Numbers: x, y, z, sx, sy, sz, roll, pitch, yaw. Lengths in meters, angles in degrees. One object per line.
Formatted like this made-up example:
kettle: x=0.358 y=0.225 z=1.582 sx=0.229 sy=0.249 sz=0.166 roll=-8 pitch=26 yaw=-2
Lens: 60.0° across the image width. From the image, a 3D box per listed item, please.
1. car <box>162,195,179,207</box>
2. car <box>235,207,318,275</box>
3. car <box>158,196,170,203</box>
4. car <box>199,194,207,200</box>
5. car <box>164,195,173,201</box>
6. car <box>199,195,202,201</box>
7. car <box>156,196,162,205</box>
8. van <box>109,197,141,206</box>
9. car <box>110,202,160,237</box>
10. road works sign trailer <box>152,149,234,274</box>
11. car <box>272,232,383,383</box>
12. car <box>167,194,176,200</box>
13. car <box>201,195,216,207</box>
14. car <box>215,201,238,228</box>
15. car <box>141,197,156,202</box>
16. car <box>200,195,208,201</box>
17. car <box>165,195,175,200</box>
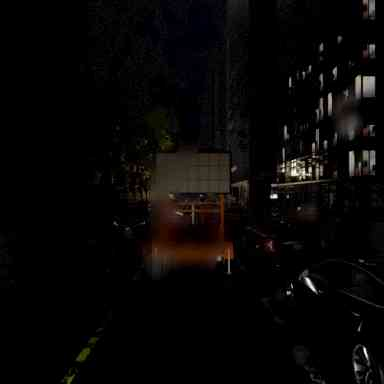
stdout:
car: x=-2.930 y=1.548 z=48.602 sx=1.895 sy=1.301 sz=4.718 roll=0 pitch=0 yaw=0
car: x=2.709 y=1.438 z=10.464 sx=1.967 sy=1.590 sz=4.097 roll=0 pitch=0 yaw=0
car: x=-5.586 y=1.452 z=67.315 sx=2.008 sy=1.369 sz=4.403 roll=0 pitch=0 yaw=0
car: x=2.828 y=1.379 z=90.007 sx=2.008 sy=1.369 sz=4.403 roll=0 pitch=0 yaw=0
car: x=-5.569 y=1.392 z=78.509 sx=1.752 sy=1.417 sz=4.829 roll=0 pitch=0 yaw=0
car: x=2.795 y=1.446 z=67.281 sx=1.887 sy=1.381 sz=4.507 roll=0 pitch=0 yaw=0
car: x=-5.603 y=1.476 z=55.948 sx=1.887 sy=1.381 sz=4.507 roll=0 pitch=0 yaw=0
van: x=-5.645 y=1.324 z=27.534 sx=1.690 sy=1.788 sz=3.998 roll=0 pitch=0 yaw=0
car: x=-3.075 y=1.519 z=18.304 sx=1.812 sy=1.442 sz=4.674 roll=0 pitch=0 yaw=0
road works sign trailer: x=0.031 y=0.462 z=10.526 sx=2.380 sy=3.560 sz=2.880 roll=0 pitch=0 yaw=1
car: x=2.700 y=1.566 z=4.783 sx=1.947 sy=1.339 sz=4.313 roll=0 pitch=0 yaw=0
car: x=-5.552 y=1.379 z=90.046 sx=2.008 sy=1.369 sz=4.403 roll=0 pitch=0 yaw=0
car: x=2.769 y=1.526 z=50.237 sx=1.802 sy=1.307 sz=4.206 roll=0 pitch=0 yaw=0
car: x=2.726 y=1.515 z=22.000 sx=1.752 sy=1.417 sz=4.829 roll=0 pitch=0 yaw=0
car: x=-5.629 y=1.547 z=38.900 sx=1.802 sy=1.307 sz=4.206 roll=0 pitch=0 yaw=0
car: x=2.812 y=1.432 z=78.643 sx=1.947 sy=1.339 sz=4.313 roll=0 pitch=0 yaw=0
car: x=-5.560 y=1.398 z=84.363 sx=2.008 sy=1.369 sz=4.403 roll=0 pitch=0 yaw=0
